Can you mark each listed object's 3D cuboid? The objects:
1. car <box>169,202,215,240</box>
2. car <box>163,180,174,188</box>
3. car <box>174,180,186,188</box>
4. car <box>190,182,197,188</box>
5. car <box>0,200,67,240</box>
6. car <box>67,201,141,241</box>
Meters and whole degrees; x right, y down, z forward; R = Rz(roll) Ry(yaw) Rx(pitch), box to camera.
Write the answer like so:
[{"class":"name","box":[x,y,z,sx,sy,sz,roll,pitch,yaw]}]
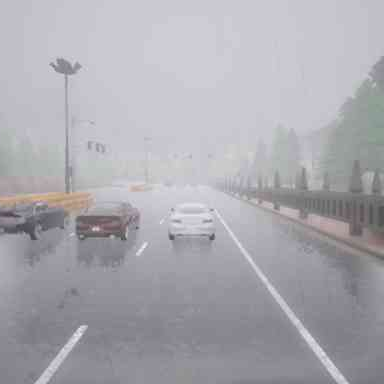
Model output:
[{"class":"car","box":[0.007,1.154,14.576,1.812,1.442,4.674,0,2,0]},{"class":"car","box":[-6.572,-2.190,90.691,2.150,2.045,5.566,0,2,0]},{"class":"car","box":[-3.072,-1.935,90.652,1.882,1.535,5.008,0,2,0]},{"class":"car","box":[0.428,-1.888,90.634,1.812,1.442,4.674,0,2,0]},{"class":"car","box":[-6.993,1.114,14.612,2.128,1.511,4.902,0,2,0]},{"class":"car","box":[-3.493,1.105,14.593,1.882,1.535,5.008,0,2,0]}]
